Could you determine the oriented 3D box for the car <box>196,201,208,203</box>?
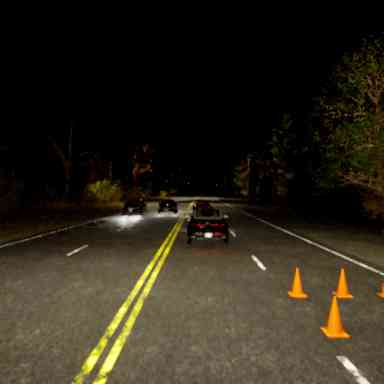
[{"bbox_3d":[1.033,1.594,34.183,1.994,1.385,4.181,1,0,1],"label":"car"}]

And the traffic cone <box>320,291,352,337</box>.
[{"bbox_3d":[2.305,1.980,5.374,0.340,0.580,0.340,1,0,1],"label":"traffic cone"}]

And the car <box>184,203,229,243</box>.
[{"bbox_3d":[0.713,1.527,16.094,1.837,1.490,4.892,0,0,1],"label":"car"}]

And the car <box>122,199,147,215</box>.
[{"bbox_3d":[-5.678,1.449,33.473,2.128,1.511,4.902,1,0,1],"label":"car"}]

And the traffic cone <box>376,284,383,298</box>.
[{"bbox_3d":[4.330,2.005,7.349,0.340,0.580,0.340,1,0,1],"label":"traffic cone"}]

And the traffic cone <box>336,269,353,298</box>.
[{"bbox_3d":[3.330,1.994,7.361,0.340,0.580,0.340,1,0,1],"label":"traffic cone"}]

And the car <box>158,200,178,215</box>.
[{"bbox_3d":[-2.411,1.519,34.275,1.812,1.442,4.674,1,0,1],"label":"car"}]

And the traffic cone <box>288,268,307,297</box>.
[{"bbox_3d":[2.330,1.983,7.375,0.340,0.580,0.340,1,0,1],"label":"traffic cone"}]
